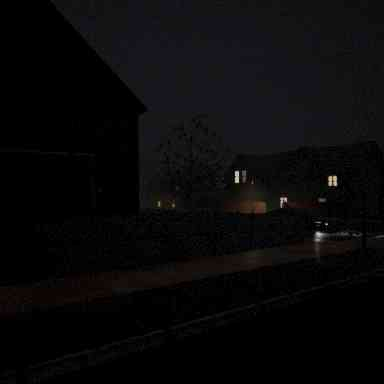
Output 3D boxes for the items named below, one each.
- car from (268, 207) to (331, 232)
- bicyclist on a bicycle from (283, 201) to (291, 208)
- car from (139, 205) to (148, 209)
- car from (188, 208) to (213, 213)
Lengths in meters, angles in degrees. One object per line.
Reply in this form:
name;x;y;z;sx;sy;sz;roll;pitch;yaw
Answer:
car;7.006;1.832;22.771;1.837;1.490;4.892;-1;-1;-36
bicyclist on a bicycle;8.681;1.667;30.491;1.656;1.620;0.582;-1;0;-36
car;-6.714;2.365;42.038;1.882;1.535;5.008;-1;-1;-35
car;1.136;2.167;31.006;1.895;1.301;4.718;-1;-1;-36
